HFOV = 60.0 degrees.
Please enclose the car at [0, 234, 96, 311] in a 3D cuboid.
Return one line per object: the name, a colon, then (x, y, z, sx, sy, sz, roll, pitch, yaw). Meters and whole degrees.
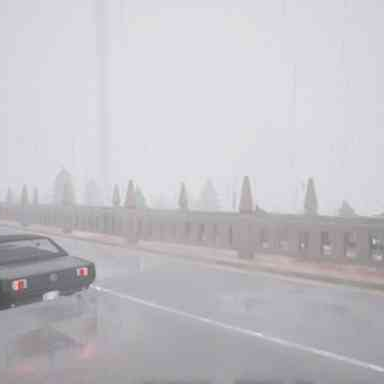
car: (-4.304, 1.631, 7.588, 4.718, 1.301, 1.895, 0, 0, 40)
